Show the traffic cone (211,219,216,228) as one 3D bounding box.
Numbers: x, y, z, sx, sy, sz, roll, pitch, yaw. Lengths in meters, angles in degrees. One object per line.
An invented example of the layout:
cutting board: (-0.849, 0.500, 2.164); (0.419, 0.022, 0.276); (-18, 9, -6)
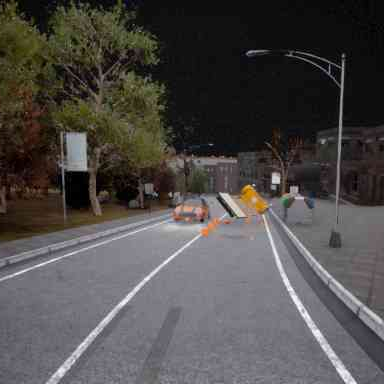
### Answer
traffic cone: (0.988, 1.900, 18.479); (0.340, 0.580, 0.340); (1, 0, 11)

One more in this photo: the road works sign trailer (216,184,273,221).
road works sign trailer: (3.305, 1.093, 23.634); (3.560, 2.880, 2.380); (4, 42, -51)

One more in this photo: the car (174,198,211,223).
car: (0.094, 1.243, 24.550); (2.097, 1.767, 4.553); (1, 0, 11)

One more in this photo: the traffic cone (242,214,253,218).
traffic cone: (3.688, 1.927, 21.997); (0.340, 0.580, 0.340); (2, 2, 7)

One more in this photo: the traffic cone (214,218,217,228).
traffic cone: (1.362, 1.895, 20.443); (0.340, 0.580, 0.340); (1, 0, 11)

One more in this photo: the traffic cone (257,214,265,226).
traffic cone: (4.677, 1.946, 21.973); (0.340, 0.580, 0.340); (1, 0, 20)
